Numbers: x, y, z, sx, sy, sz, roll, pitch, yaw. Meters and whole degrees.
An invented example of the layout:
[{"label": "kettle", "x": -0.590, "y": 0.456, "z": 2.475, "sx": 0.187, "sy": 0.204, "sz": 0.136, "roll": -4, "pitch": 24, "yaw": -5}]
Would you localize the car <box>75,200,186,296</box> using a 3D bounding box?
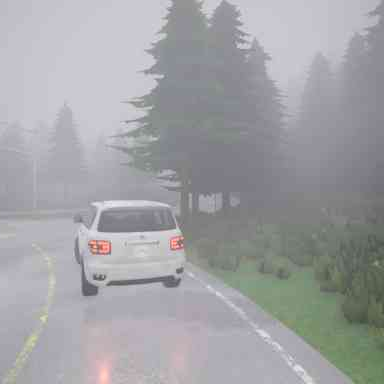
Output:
[{"label": "car", "x": -1.901, "y": 1.221, "z": 8.996, "sx": 2.150, "sy": 2.045, "sz": 5.566, "roll": 0, "pitch": 0, "yaw": -20}]
